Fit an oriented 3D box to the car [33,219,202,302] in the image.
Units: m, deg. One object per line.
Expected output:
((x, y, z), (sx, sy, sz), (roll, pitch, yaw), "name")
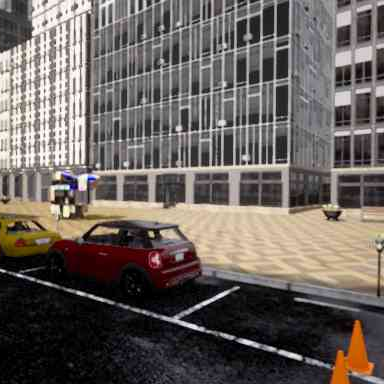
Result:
((-1.853, 1.413, 8.314), (4.097, 1.590, 1.967), (0, 1, 36), "car")

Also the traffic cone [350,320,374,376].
((2.130, 1.955, 4.290), (0.340, 0.580, 0.340), (0, 0, 36), "traffic cone")

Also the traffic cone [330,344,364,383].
((1.549, 1.955, 3.477), (0.340, 0.580, 0.340), (0, 0, 36), "traffic cone")

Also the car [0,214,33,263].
((-6.489, 1.472, 11.625), (4.829, 1.417, 1.752), (0, 1, 36), "car")
